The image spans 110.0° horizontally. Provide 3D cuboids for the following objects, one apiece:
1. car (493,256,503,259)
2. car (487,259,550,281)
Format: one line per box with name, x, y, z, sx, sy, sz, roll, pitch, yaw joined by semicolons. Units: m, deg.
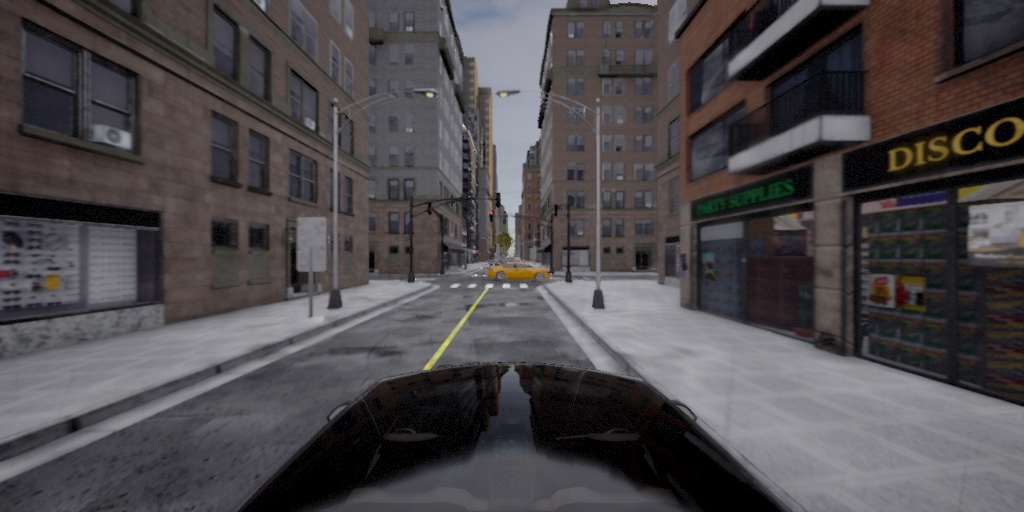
car;-3.013;1.221;62.266;1.837;1.490;4.892;0;0;1
car;0.536;1.222;28.602;5.008;1.535;1.882;0;0;0
